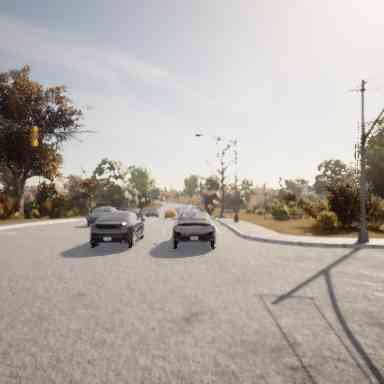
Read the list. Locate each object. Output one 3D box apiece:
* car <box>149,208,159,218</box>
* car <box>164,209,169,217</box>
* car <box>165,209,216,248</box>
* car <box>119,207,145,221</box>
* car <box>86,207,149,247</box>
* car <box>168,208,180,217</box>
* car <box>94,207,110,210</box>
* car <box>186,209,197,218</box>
[{"bbox_3d":[-7.058,3.685,59.485,2.097,1.767,4.553,0,-3,0],"label":"car"},{"bbox_3d":[-3.544,3.591,55.926,1.882,1.535,5.008,0,-4,0],"label":"car"},{"bbox_3d":[0.088,1.663,15.718,2.128,1.511,4.902,0,-1,0],"label":"car"},{"bbox_3d":[-7.105,2.610,39.914,2.128,1.511,4.902,0,-4,1],"label":"car"},{"bbox_3d":[-3.411,1.677,15.836,1.837,1.490,4.892,0,-1,0],"label":"car"},{"bbox_3d":[-3.553,4.122,66.327,2.097,1.767,4.553,0,-4,0],"label":"car"},{"bbox_3d":[-7.112,1.971,27.023,1.837,1.490,4.892,0,-2,0],"label":"car"},{"bbox_3d":[-0.044,3.665,56.342,1.812,1.442,4.674,0,-4,0],"label":"car"}]
